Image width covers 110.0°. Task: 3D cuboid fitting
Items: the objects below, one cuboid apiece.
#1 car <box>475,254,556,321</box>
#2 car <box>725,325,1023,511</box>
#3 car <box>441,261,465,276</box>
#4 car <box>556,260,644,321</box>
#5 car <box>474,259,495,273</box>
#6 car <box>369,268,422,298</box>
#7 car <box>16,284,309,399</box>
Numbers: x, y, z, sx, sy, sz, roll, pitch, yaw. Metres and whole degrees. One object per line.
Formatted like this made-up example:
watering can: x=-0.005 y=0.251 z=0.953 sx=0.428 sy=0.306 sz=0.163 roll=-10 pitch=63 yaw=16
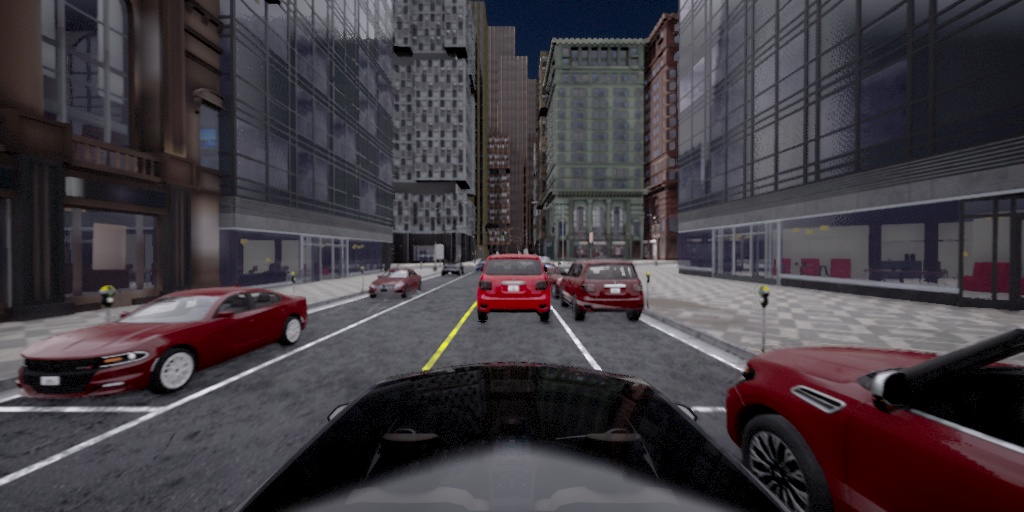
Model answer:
car: x=0.067 y=0.940 z=12.352 sx=2.150 sy=2.045 sz=5.566 roll=0 pitch=1 yaw=1
car: x=2.857 y=1.066 z=1.002 sx=2.192 sy=1.841 sz=5.009 roll=0 pitch=0 yaw=0
car: x=-5.666 y=1.191 z=34.896 sx=1.948 sy=1.339 sz=4.313 roll=0 pitch=0 yaw=0
car: x=2.858 y=1.030 z=12.300 sx=2.192 sy=1.841 sz=5.009 roll=0 pitch=0 yaw=0
car: x=-3.061 y=1.145 z=41.203 sx=2.033 sy=1.411 sz=5.357 roll=0 pitch=0 yaw=0
car: x=-5.667 y=1.277 z=17.948 sx=1.802 sy=1.307 sz=4.207 roll=0 pitch=0 yaw=0
car: x=-5.668 y=1.279 z=6.650 sx=1.888 sy=1.381 sz=4.507 roll=0 pitch=0 yaw=0
